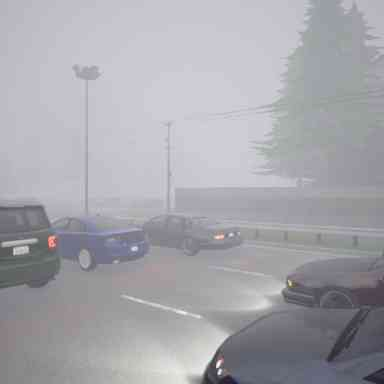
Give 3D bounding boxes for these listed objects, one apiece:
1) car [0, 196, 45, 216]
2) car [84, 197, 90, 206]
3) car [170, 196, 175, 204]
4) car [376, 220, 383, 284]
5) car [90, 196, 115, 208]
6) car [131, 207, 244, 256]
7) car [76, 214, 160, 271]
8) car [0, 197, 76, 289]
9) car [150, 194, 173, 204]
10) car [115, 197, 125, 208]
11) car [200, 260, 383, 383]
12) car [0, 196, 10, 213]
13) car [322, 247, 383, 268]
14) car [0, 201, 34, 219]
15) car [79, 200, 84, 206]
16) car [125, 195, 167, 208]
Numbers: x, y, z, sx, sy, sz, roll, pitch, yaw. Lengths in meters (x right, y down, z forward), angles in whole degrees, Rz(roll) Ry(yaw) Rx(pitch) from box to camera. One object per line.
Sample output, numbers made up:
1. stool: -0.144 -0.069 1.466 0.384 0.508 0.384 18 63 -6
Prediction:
1. car: -17.640 1.350 33.666 2.097 1.767 4.553 0 0 37
2. car: -13.366 1.491 50.943 2.128 1.511 4.902 0 0 37
3. car: -4.370 1.524 62.805 1.812 1.442 4.674 0 0 37
4. car: 6.958 1.526 7.558 4.674 1.442 1.812 0 0 37
5. car: -11.551 1.503 47.540 1.837 1.490 4.892 0 0 37
6. car: -0.633 1.547 13.179 5.357 1.411 2.033 0 0 37
7. car: -3.628 1.477 11.051 5.008 1.535 1.882 0 0 37
8. car: -5.444 1.221 8.035 5.566 2.045 2.150 0 0 37
9. car: -6.095 1.351 66.278 2.097 1.767 4.553 0 0 38
10. car: -7.853 1.490 46.631 2.128 1.511 4.902 0 0 37
11. car: 2.098 1.564 2.446 4.181 1.385 1.994 0 0 37
12. car: -21.569 1.350 34.270 2.097 1.767 4.553 0 0 37
13. car: 4.246 1.547 5.214 5.357 1.411 2.033 0 0 37
14. car: -16.890 1.547 28.851 2.033 1.411 5.357 0 0 37
15. car: -15.820 1.502 53.495 1.837 1.490 4.892 0 0 37
16. car: -5.865 1.477 43.453 1.882 1.535 5.008 0 0 37
